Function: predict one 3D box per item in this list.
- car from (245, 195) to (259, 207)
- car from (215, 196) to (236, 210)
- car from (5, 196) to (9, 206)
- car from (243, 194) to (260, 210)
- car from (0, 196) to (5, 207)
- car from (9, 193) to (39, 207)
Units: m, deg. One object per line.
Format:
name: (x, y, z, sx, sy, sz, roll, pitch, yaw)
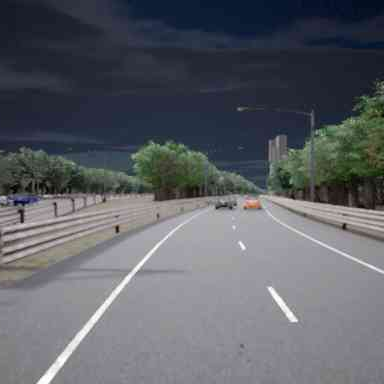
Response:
car: (9.728, 1.368, 53.528, 2.097, 1.767, 4.553, 0, 0, 11)
car: (4.244, 1.352, 43.258, 2.097, 1.767, 4.553, 0, 0, 11)
car: (-28.363, 1.399, 50.579, 1.812, 1.442, 4.674, 0, 0, -9)
car: (7.841, 1.358, 43.450, 2.097, 1.767, 4.553, 0, 0, 11)
car: (-27.270, 1.405, 44.475, 1.812, 1.442, 4.674, 0, 0, -10)
car: (-24.456, 1.111, 49.086, 2.150, 2.045, 5.566, 0, 0, -10)
